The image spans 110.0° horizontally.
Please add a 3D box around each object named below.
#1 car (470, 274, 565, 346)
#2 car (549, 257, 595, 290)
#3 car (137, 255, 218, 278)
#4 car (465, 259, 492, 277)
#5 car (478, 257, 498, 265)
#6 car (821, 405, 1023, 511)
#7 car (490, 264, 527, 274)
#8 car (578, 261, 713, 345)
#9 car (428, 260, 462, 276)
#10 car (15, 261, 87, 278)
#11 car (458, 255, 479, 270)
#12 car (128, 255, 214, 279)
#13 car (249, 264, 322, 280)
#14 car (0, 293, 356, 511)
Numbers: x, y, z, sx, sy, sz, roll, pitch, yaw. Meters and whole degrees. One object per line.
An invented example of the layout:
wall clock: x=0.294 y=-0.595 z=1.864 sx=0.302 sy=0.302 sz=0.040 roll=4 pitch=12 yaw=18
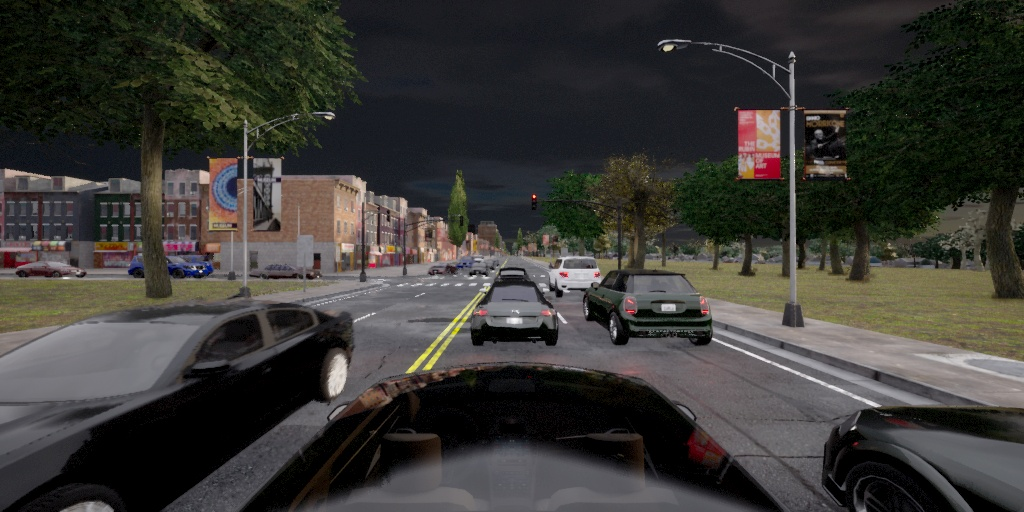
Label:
car: x=0.063 y=1.332 z=9.497 sx=1.994 sy=1.385 sz=4.181 roll=0 pitch=0 yaw=0
car: x=3.268 y=1.054 z=19.407 sx=2.150 sy=2.045 sz=5.566 roll=0 pitch=0 yaw=0
car: x=-31.483 y=0.970 z=33.854 sx=5.566 sy=2.045 sz=2.150 roll=0 pitch=0 yaw=0
car: x=-3.404 y=1.391 z=37.588 sx=1.837 sy=1.490 sz=4.892 roll=0 pitch=0 yaw=0
car: x=-3.423 y=1.332 z=51.466 sx=1.837 sy=1.490 sz=4.892 roll=0 pitch=1 yaw=0
car: x=3.341 y=1.314 z=0.966 sx=1.994 sy=1.385 sz=4.181 roll=0 pitch=0 yaw=0
car: x=0.018 y=1.331 z=18.409 sx=1.837 sy=1.490 sz=4.892 roll=0 pitch=0 yaw=0
car: x=3.315 y=1.121 z=9.693 sx=2.097 sy=1.767 sz=4.553 roll=0 pitch=0 yaw=0
car: x=-7.455 y=1.451 z=38.959 sx=1.994 sy=1.385 sz=4.181 roll=0 pitch=0 yaw=13
car: x=-39.734 y=1.194 z=30.927 sx=4.674 sy=1.442 sz=1.812 roll=0 pitch=0 yaw=0
car: x=-6.675 y=1.039 z=52.985 sx=2.150 sy=2.045 sz=5.566 roll=0 pitch=0 yaw=0
car: x=-29.607 y=0.963 z=30.927 sx=5.566 sy=2.045 sz=2.150 roll=0 pitch=0 yaw=0
car: x=-19.419 y=1.383 z=30.892 sx=5.357 sy=1.411 sz=2.033 roll=1 pitch=0 yaw=-3
car: x=-3.353 y=1.226 z=3.537 sx=1.882 sy=1.535 sz=5.008 roll=0 pitch=0 yaw=0
